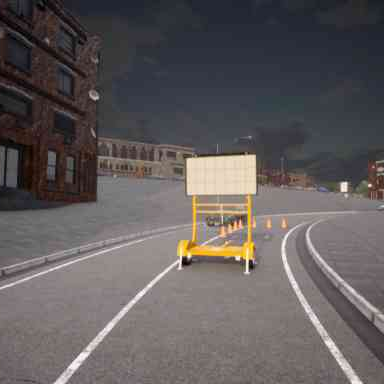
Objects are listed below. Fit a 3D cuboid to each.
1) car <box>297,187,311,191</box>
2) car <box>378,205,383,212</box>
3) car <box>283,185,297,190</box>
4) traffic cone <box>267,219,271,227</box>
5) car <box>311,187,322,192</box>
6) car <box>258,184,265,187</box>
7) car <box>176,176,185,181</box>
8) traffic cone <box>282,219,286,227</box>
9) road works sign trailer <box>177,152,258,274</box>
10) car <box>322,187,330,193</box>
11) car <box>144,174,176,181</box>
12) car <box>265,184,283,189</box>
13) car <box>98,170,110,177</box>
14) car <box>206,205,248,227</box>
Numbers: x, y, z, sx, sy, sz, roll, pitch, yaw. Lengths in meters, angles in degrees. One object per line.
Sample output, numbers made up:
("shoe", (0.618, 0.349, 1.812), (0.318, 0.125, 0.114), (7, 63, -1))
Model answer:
("car", (25.667, -0.523, 80.379), (4.892, 1.521, 2.231), (4, -6, -39))
("car", (32.936, 2.540, 55.345), (4.674, 1.442, 1.812), (1, -4, -30))
("car", (21.451, -0.755, 76.977), (4.674, 1.452, 2.002), (3, -6, -38))
("traffic cone", (5.375, 2.167, 23.223), (0.340, 0.580, 0.340), (-2, -1, 17))
("car", (29.968, -0.342, 84.018), (4.553, 1.767, 2.185), (4, -6, -40))
("car", (12.490, -1.456, 70.214), (4.553, 1.767, 2.185), (3, -6, -35))
("car", (-1.276, -2.059, 60.924), (4.892, 1.521, 2.231), (3, -5, -32))
("traffic cone", (6.327, 2.137, 22.928), (0.340, 0.580, 0.340), (-2, -1, 17))
("road works sign trailer", (1.003, 0.528, 10.974), (2.380, 3.560, 2.880), (-1, -1, 18))
("car", (34.183, -0.133, 87.716), (5.566, 2.045, 2.435), (5, -6, -41))
("car", (-5.969, -2.265, 58.026), (4.892, 1.521, 2.231), (2, -5, -32))
("car", (17.086, -1.032, 73.610), (4.792, 1.488, 2.163), (3, -6, -37))
("car", (-15.281, -2.774, 52.302), (4.553, 1.767, 2.185), (2, -5, -32))
("car", (2.751, 1.681, 25.293), (2.097, 1.767, 4.553), (-2, -2, 26))
